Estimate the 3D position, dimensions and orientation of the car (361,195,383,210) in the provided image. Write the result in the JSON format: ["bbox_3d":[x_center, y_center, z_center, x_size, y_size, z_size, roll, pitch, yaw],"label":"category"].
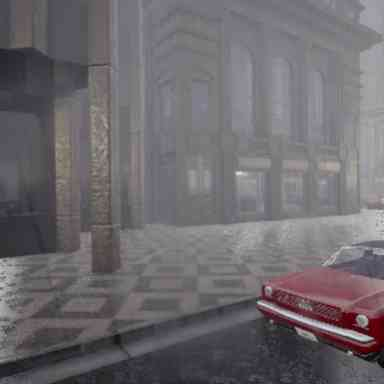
[{"bbox_3d":[22.947,1.464,40.532,1.967,1.590,4.097,-1,1,-35],"label":"car"}]

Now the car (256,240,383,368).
[{"bbox_3d":[3.329,1.597,5.747,4.718,1.301,1.895,0,0,-35],"label":"car"}]
